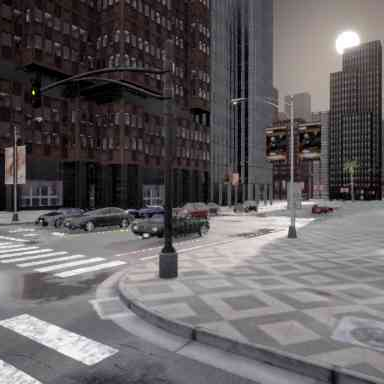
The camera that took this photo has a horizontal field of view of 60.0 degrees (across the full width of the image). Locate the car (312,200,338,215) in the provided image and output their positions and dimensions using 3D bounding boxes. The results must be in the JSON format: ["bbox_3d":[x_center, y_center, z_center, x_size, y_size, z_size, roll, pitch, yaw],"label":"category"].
[{"bbox_3d":[17.234,2.176,43.677,1.882,1.535,5.008,0,-1,35],"label":"car"}]

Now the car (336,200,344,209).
[{"bbox_3d":[26.787,2.616,62.836,1.895,1.301,4.718,0,-1,35],"label":"car"}]

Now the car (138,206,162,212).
[{"bbox_3d":[-3.879,1.957,31.037,1.895,1.301,4.718,0,-1,35],"label":"car"}]

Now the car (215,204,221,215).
[{"bbox_3d":[1.538,1.996,38.691,1.837,1.490,4.892,0,0,35],"label":"car"}]

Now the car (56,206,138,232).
[{"bbox_3d":[-6.158,1.741,22.173,1.837,1.490,4.892,0,-1,35],"label":"car"}]

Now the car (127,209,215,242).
[{"bbox_3d":[-0.948,1.839,17.935,1.895,1.301,4.718,0,-1,35],"label":"car"}]

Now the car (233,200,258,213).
[{"bbox_3d":[7.636,1.999,47.258,2.097,1.767,4.553,0,-1,37],"label":"car"}]

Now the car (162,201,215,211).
[{"bbox_3d":[-0.210,1.738,30.585,2.097,1.767,4.553,0,-1,35],"label":"car"}]

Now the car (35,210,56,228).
[{"bbox_3d":[-8.928,1.794,23.882,1.994,1.385,4.181,0,-1,35],"label":"car"}]
